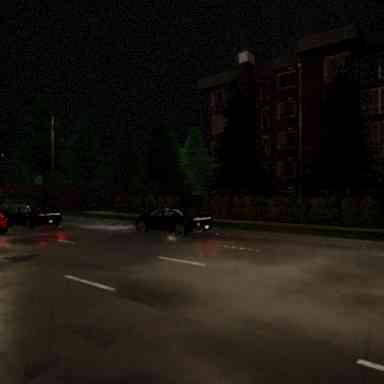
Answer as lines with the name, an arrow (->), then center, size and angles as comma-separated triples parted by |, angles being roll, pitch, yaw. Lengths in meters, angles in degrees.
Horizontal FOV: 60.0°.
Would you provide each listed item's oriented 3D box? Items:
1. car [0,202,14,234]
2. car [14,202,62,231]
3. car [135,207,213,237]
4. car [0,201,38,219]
car -> -12.105, 1.411, 18.427 | 4.553, 1.767, 2.097 | 0, 0, 39
car -> -10.367, 1.567, 21.520 | 4.902, 1.511, 2.128 | 0, 0, 39
car -> -1.126, 1.573, 18.558 | 4.902, 1.511, 2.128 | 0, 0, 39
car -> -16.716, 1.654, 31.144 | 5.357, 1.411, 2.033 | 0, 0, 39
